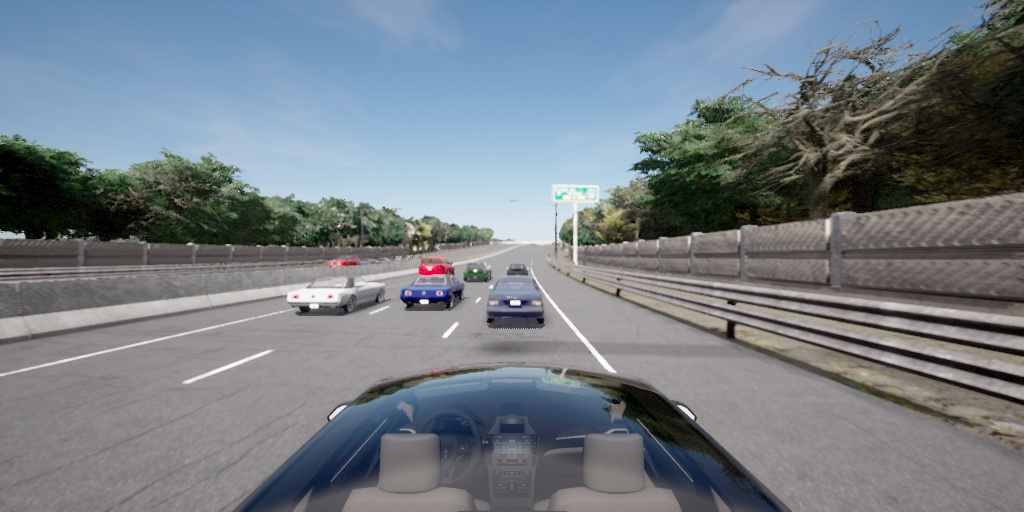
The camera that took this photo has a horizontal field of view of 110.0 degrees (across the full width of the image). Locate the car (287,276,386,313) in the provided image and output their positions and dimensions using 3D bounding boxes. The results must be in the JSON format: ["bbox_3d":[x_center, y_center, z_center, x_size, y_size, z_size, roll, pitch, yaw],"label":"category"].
[{"bbox_3d":[-6.836,1.469,14.688,1.895,1.301,4.718,0,0,1],"label":"car"}]

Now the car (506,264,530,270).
[{"bbox_3d":[0.510,1.415,32.360,1.837,1.490,4.892,0,0,2],"label":"car"}]

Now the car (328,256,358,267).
[{"bbox_3d":[-23.548,0.991,50.582,2.150,2.045,5.566,0,0,3],"label":"car"}]

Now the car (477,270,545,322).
[{"bbox_3d":[0.132,1.403,12.725,2.033,1.411,5.357,0,0,1],"label":"car"}]

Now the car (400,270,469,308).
[{"bbox_3d":[-3.316,1.479,15.941,1.895,1.301,4.718,0,0,1],"label":"car"}]

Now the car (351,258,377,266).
[{"bbox_3d":[-20.070,1.338,50.029,1.994,1.385,4.181,0,1,3],"label":"car"}]

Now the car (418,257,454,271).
[{"bbox_3d":[-6.524,1.130,31.338,2.150,2.045,5.566,0,0,2],"label":"car"}]

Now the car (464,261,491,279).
[{"bbox_3d":[-3.003,1.261,31.996,2.097,1.767,4.553,0,0,2],"label":"car"}]

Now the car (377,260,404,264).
[{"bbox_3d":[-16.561,1.263,50.239,2.128,1.511,4.902,0,1,3],"label":"car"}]
